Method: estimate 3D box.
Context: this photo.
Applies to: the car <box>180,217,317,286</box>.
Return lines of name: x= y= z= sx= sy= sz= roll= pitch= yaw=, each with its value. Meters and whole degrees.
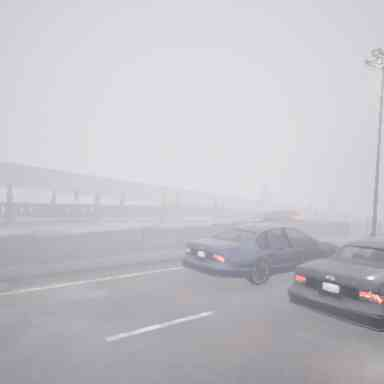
car: x=2.275 y=1.642 z=9.667 sx=5.357 sy=1.411 sz=2.033 roll=2 pitch=-1 yaw=-35

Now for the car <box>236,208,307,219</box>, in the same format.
car: x=4.415 y=1.873 z=20.036 sx=5.008 sy=1.535 sz=1.882 roll=4 pitch=-2 yaw=-35

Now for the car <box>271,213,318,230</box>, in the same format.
car: x=10.095 y=2.915 z=32.679 sx=4.718 sy=1.301 sz=1.895 roll=7 pitch=-4 yaw=-35

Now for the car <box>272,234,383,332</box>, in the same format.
car: x=4.269 y=1.640 z=6.791 sx=5.357 sy=1.411 sz=2.033 roll=2 pitch=-1 yaw=-35
